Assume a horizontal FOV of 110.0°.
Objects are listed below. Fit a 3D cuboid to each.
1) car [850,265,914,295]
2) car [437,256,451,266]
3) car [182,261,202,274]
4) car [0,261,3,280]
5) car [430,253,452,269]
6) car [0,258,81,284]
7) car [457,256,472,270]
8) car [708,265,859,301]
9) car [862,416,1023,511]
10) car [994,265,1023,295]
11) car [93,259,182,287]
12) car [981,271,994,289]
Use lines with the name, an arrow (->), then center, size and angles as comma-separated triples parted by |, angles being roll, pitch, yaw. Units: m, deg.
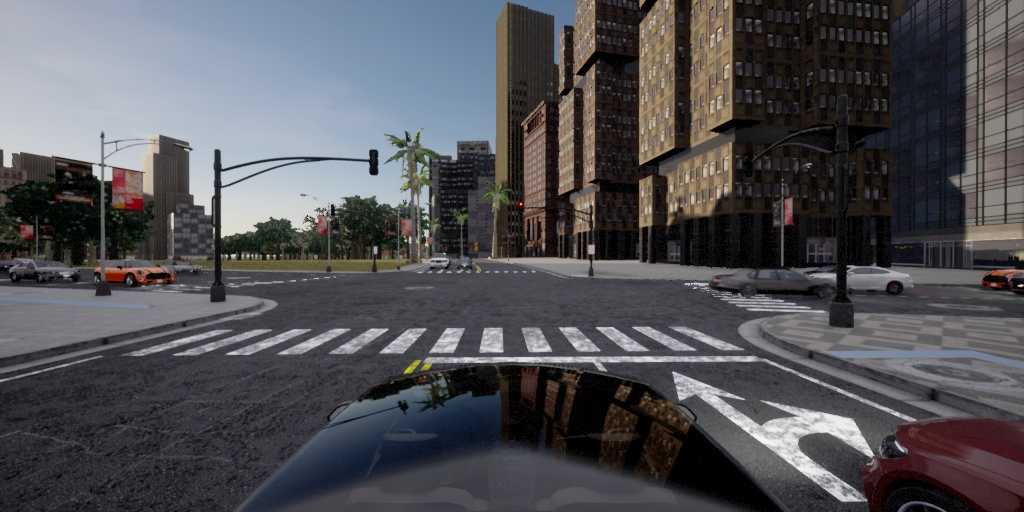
car -> 18.170, 1.219, 19.137 | 4.674, 1.442, 1.812 | 0, 0, 15
car -> -10.639, 0.760, 56.424 | 1.882, 1.535, 5.008 | 0, 1, -8
car -> -33.889, 1.183, 36.097 | 4.718, 1.301, 1.895 | 0, 0, 15
car -> -42.868, 1.133, 28.175 | 4.674, 1.442, 1.812 | 0, 0, 15
car -> -9.385, 0.626, 46.777 | 2.150, 2.045, 5.566 | 0, 1, -8
car -> -33.477, 1.121, 25.703 | 4.902, 1.511, 2.128 | 0, 0, 15
car -> -5.998, 0.912, 45.723 | 2.128, 1.511, 4.902 | 0, 1, -7
car -> 12.393, 1.252, 16.987 | 5.357, 1.411, 2.033 | 0, 0, 15
car -> 3.265, 1.276, 0.413 | 1.812, 1.442, 4.674 | 0, 0, 0
car -> 26.630, 1.263, 16.914 | 4.181, 1.385, 1.994 | 0, 0, 14
car -> -24.560, 1.003, 23.352 | 4.553, 1.767, 2.097 | 0, 0, 15
car -> 29.247, 1.040, 19.582 | 4.553, 1.767, 2.097 | 0, 0, 15
